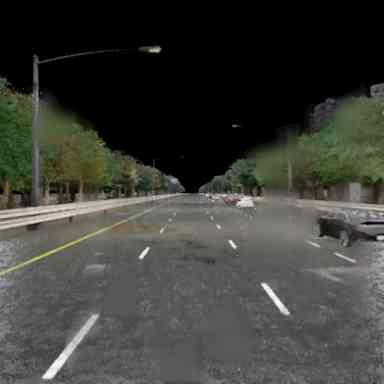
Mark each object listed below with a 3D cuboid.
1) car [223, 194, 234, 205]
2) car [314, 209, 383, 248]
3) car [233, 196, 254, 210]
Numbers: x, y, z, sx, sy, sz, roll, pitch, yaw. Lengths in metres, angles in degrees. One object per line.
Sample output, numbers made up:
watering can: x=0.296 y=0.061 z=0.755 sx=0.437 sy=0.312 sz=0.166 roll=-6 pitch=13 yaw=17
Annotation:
car: x=6.997 y=1.381 z=61.183 sx=2.097 sy=1.767 sz=4.553 roll=0 pitch=0 yaw=0
car: x=6.999 y=1.495 z=14.750 sx=2.128 sy=1.511 sz=4.902 roll=0 pitch=0 yaw=0
car: x=6.993 y=1.547 z=43.804 sx=1.812 sy=1.442 sz=4.674 roll=0 pitch=0 yaw=0
